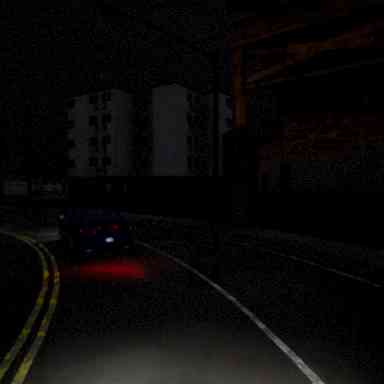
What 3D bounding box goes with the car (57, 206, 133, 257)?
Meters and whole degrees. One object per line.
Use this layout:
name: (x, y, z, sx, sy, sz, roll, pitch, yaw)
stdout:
car: (-3.718, 1.269, 12.310, 1.882, 1.535, 5.008, 0, 1, -29)
